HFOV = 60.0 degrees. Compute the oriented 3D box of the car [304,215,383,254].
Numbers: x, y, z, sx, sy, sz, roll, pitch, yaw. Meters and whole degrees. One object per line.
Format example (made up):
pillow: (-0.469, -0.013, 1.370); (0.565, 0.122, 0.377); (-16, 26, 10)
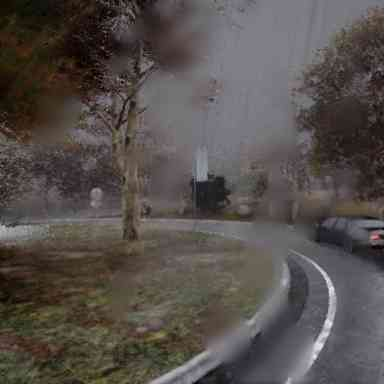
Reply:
car: (6.741, 1.688, 14.205); (2.033, 1.411, 5.357); (-1, -1, -6)
